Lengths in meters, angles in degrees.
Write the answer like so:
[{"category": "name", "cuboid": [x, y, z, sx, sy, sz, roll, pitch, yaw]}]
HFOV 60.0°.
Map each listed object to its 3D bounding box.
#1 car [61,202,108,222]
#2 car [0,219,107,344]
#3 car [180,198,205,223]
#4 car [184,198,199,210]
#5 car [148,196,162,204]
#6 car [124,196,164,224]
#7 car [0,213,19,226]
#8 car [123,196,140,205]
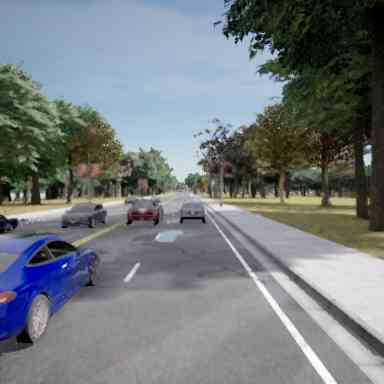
[{"category": "car", "cuboid": [-6.647, 1.426, 20.948, 1.837, 1.490, 4.892, 0, 0, 0]}, {"category": "car", "cuboid": [-3.157, 1.499, 6.231, 1.812, 1.442, 4.674, 0, 0, 0]}, {"category": "car", "cuboid": [0.034, 1.457, 24.803, 2.033, 1.411, 5.357, 0, 0, 0]}, {"category": "car", "cuboid": [-0.085, 1.475, 42.508, 1.895, 1.301, 4.718, 0, 0, 0]}, {"category": "car", "cuboid": [-6.910, 1.397, 62.732, 2.033, 1.411, 5.357, 0, 0, 0]}, {"category": "car", "cuboid": [-3.212, 1.265, 23.668, 2.097, 1.767, 4.553, 0, 0, 0]}, {"category": "car", "cuboid": [-9.877, 1.541, 14.976, 1.895, 1.301, 4.718, 0, 0, 0]}, {"category": "car", "cuboid": [-10.119, 1.421, 55.800, 1.994, 1.385, 4.181, 0, 0, 0]}]
